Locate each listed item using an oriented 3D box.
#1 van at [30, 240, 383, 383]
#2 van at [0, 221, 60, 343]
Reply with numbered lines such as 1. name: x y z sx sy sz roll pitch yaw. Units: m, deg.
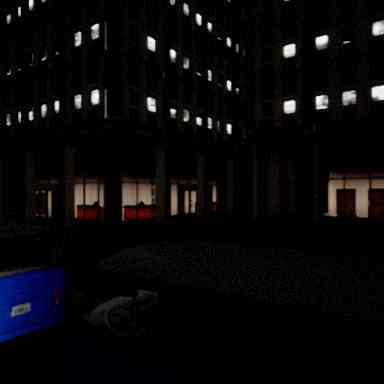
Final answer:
1. van: 0.788 1.344 2.315 3.998 1.788 1.690 0 0 36
2. van: -3.828 1.370 5.603 3.998 1.788 1.690 0 0 36
